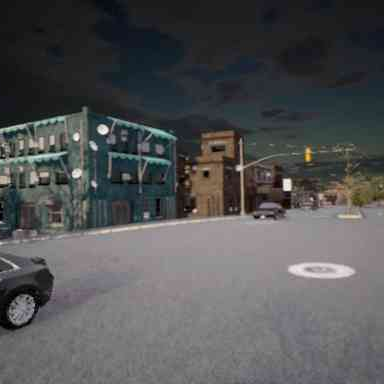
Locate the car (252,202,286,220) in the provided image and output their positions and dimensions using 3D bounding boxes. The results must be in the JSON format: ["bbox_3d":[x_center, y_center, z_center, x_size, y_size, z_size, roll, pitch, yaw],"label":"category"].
[{"bbox_3d":[6.615,1.574,28.077,2.033,1.411,5.357,-1,-1,26],"label":"car"}]

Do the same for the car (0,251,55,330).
[{"bbox_3d":[-4.480,1.743,5.117,1.837,1.490,4.892,-2,-1,26],"label":"car"}]

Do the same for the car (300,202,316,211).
[{"bbox_3d":[18.243,2.254,52.124,2.033,1.411,5.357,-1,-2,26],"label":"car"}]
